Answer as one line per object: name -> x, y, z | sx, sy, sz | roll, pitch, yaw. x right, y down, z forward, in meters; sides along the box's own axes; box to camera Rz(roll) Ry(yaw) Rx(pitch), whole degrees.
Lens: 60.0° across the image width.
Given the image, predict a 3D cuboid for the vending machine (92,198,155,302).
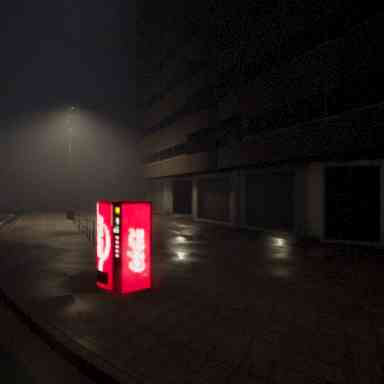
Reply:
vending machine -> -1.535, 1.195, 7.476 | 1.100, 2.100, 0.880 | 0, 0, -41
